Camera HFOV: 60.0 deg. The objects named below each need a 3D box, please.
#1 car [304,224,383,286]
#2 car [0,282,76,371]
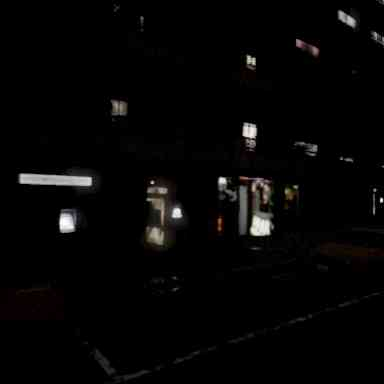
[{"bbox_3d":[5.293,1.656,9.849,4.829,1.417,1.752,1,0,-35],"label":"car"},{"bbox_3d":[-3.775,1.510,3.401,4.829,1.417,1.752,1,0,-35],"label":"car"}]
